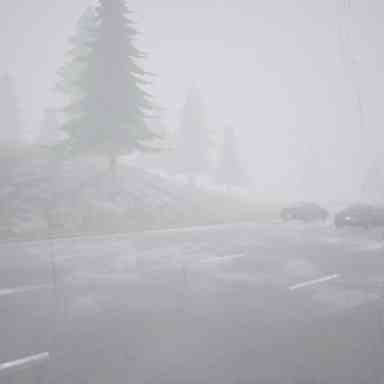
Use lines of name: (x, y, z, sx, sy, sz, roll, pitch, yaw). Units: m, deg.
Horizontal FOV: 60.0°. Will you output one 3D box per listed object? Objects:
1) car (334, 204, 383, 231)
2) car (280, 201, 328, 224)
car: (10.314, 1.428, 19.708, 4.181, 1.385, 1.994, 0, 0, -36)
car: (7.948, 1.387, 23.537, 1.812, 1.442, 4.674, 0, 1, 44)
